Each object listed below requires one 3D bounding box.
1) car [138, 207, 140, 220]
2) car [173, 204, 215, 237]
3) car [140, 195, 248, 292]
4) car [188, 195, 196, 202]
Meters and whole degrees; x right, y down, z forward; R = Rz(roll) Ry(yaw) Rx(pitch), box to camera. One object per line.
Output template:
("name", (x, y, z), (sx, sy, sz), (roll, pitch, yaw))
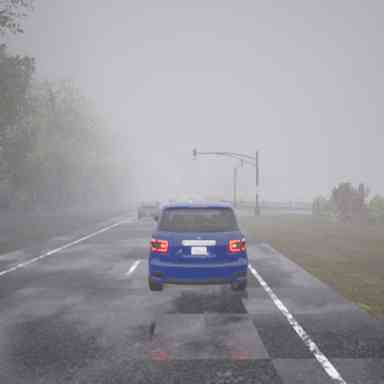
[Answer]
("car", (-3.393, 1.513, 28.203), (2.128, 1.511, 4.902), (0, 0, 0))
("car", (0.109, 1.507, 19.091), (2.128, 1.511, 4.902), (0, 0, 0))
("car", (0.107, 1.229, 9.112), (2.150, 2.045, 5.566), (0, 0, -1))
("car", (0.020, 1.583, 80.920), (2.033, 1.411, 5.357), (0, 0, 0))
